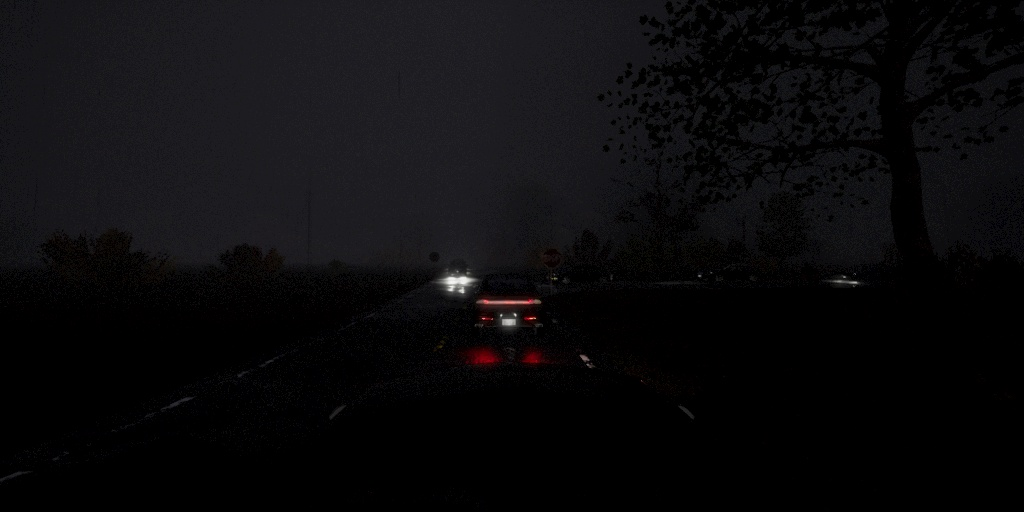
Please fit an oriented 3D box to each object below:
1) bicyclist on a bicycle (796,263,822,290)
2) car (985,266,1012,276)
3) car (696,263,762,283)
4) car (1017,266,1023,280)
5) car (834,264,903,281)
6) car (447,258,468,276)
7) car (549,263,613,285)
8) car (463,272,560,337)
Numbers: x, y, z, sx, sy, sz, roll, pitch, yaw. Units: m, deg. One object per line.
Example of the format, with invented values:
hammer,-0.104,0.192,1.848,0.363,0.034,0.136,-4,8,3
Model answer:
bicyclist on a bicycle,18.043,1.233,21.798,0.582,1.620,1.656,0,0,-9
car,45.926,1.396,32.483,5.357,1.411,2.033,0,0,-9
car,16.912,1.281,28.046,4.902,1.511,2.128,0,0,-9
car,44.287,1.309,29.091,5.008,1.535,1.882,0,0,-9
car,30.158,1.362,30.115,5.357,1.411,2.033,0,0,-9
car,-5.578,1.235,36.981,2.128,1.511,4.902,0,0,-8
car,4.796,1.269,25.660,4.892,1.490,1.837,1,-1,-17
car,-0.135,1.241,10.300,2.128,1.511,4.902,0,0,-2
